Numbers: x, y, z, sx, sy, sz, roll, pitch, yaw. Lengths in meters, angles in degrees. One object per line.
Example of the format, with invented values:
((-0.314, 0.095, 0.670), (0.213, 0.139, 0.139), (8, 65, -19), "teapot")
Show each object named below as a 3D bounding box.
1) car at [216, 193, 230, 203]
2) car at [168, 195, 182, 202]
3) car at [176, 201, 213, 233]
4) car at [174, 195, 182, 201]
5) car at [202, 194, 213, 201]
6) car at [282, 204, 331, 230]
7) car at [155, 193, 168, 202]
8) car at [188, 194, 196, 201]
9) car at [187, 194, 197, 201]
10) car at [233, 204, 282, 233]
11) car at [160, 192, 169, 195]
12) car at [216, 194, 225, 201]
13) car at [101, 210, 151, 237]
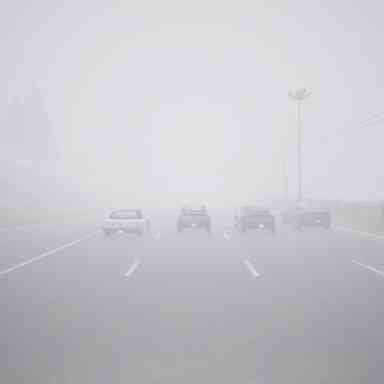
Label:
((7.004, 1.208, 71.845), (2.150, 2.045, 5.566), (0, 0, 0), "car")
((-3.496, 1.483, 71.816), (1.837, 1.490, 4.892), (0, 0, 0), "car")
((0.102, 1.489, 19.641), (2.128, 1.511, 4.902), (0, 0, 0), "car")
((-3.495, 1.419, 82.265), (1.895, 1.301, 4.718), (0, 0, 0), "car")
((3.504, 1.536, 72.232), (1.994, 1.385, 4.181), (0, 0, 0), "car")
((7.101, 1.475, 21.216), (1.882, 1.535, 5.008), (0, 0, 0), "car")
((-6.996, 1.537, 72.262), (1.994, 1.385, 4.181), (0, 0, 0), "car")
((0.005, 1.301, 82.235), (1.882, 1.535, 5.008), (0, 0, 0), "car")
((0.004, 1.508, 72.232), (1.812, 1.442, 4.674), (0, 0, 0), "car")
((3.602, 1.503, 19.721), (1.837, 1.490, 4.892), (0, 0, 0), "car")
((-6.995, 1.049, 82.296), (2.150, 2.045, 5.566), (0, 0, 0), "car")
((7.005, 1.301, 82.235), (1.882, 1.535, 5.008), (0, 0, 0), "car")
((-3.399, 1.599, 18.101), (1.895, 1.301, 4.718), (0, 0, 0), "car")
